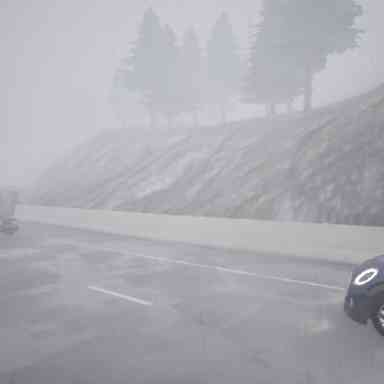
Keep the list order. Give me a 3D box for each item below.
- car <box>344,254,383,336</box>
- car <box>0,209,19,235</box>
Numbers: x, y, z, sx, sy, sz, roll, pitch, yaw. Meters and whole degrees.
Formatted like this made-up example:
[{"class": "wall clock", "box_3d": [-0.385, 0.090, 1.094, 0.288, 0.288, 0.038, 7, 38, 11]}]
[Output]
[{"class": "car", "box_3d": [4.794, 1.375, 4.947, 4.553, 1.767, 2.097, 0, 0, 35]}, {"class": "car", "box_3d": [-11.072, 1.567, 17.762, 5.357, 1.411, 2.033, 0, 0, 43]}]
